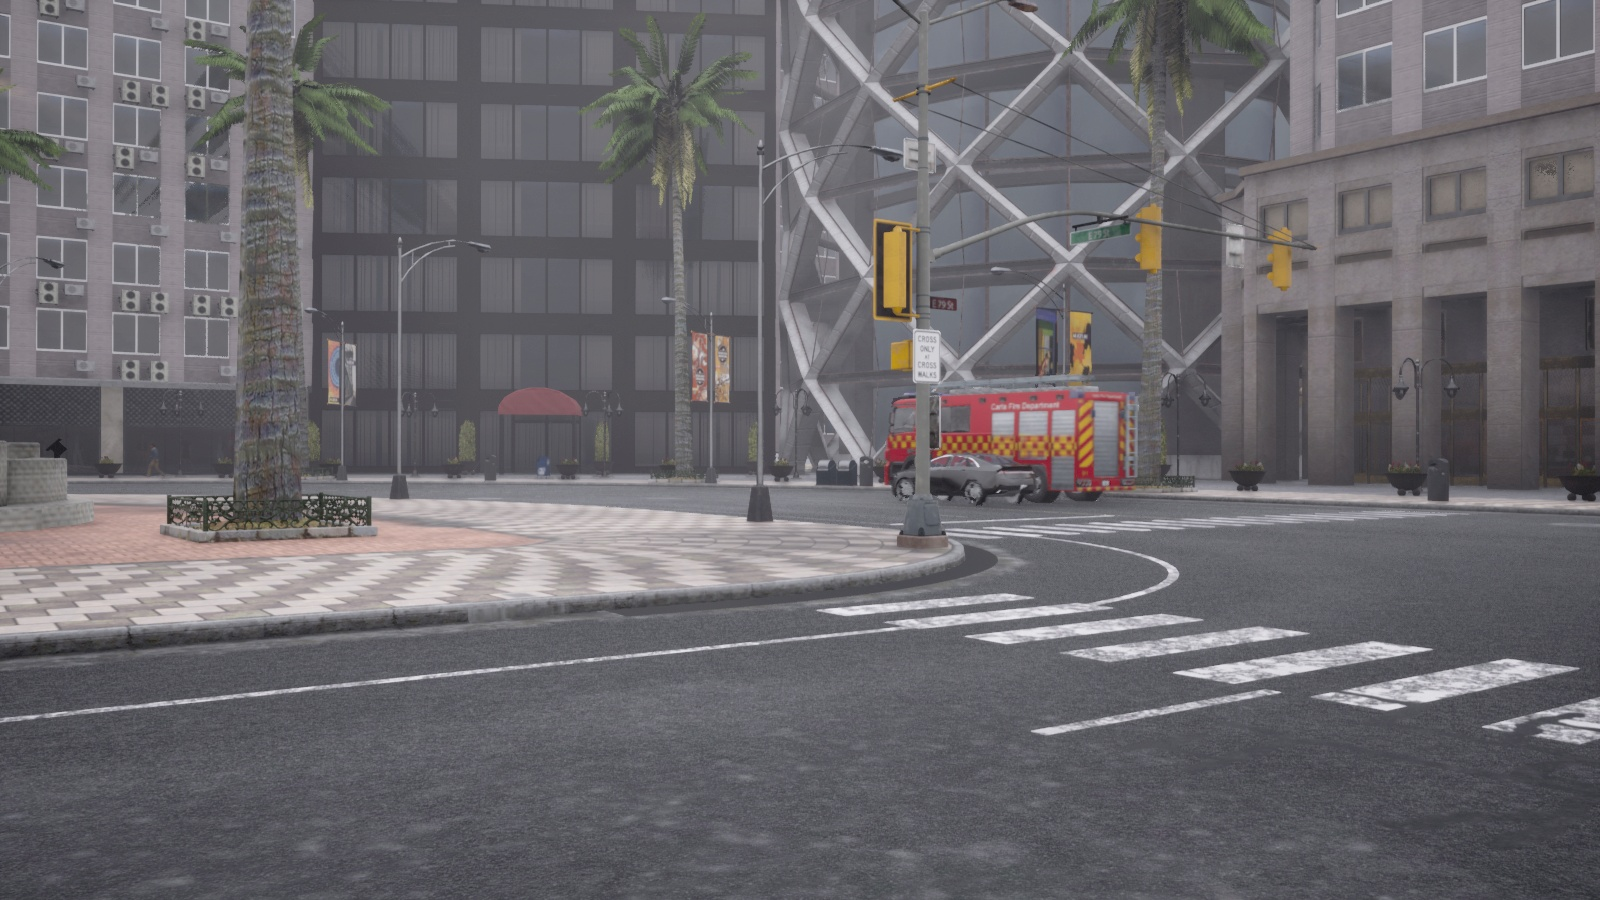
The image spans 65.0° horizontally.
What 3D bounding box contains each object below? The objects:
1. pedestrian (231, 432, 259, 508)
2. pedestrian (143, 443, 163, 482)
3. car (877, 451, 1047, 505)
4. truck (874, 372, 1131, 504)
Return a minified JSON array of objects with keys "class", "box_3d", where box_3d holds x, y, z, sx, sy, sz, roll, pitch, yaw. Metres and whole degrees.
[{"class":"pedestrian","box_3d":[-14.347,0.511,32.472,0.423,1.949,0.788,0,0,-43]},{"class":"pedestrian","box_3d":[-32.049,0.621,62.196,0.788,1.949,0.423,0,0,-11]},{"class":"car","box_3d":[4.702,0.780,37.146,2.128,1.511,4.902,0,0,-38]},{"class":"truck","box_3d":[6.311,-0.336,40.665,2.891,3.827,8.468,0,0,-39]}]
